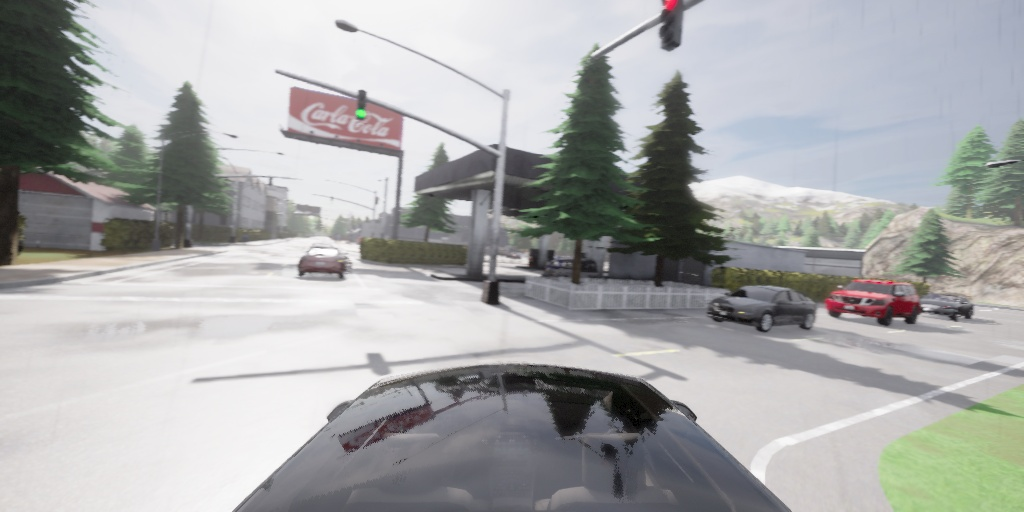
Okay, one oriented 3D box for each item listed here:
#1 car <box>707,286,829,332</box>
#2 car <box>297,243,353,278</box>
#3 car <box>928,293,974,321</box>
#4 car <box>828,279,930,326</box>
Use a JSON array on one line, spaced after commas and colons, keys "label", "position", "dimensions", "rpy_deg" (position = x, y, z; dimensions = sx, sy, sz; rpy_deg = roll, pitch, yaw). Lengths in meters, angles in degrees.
[{"label": "car", "position": [9.553, 1.906, 13.628], "dimensions": [4.892, 1.490, 1.837], "rpy_deg": [4, 1, -27]}, {"label": "car", "position": [-9.124, 0.205, 17.704], "dimensions": [1.994, 1.385, 4.181], "rpy_deg": [4, 1, -20]}, {"label": "car", "position": [27.632, 3.177, 22.971], "dimensions": [4.902, 1.511, 2.128], "rpy_deg": [4, 1, -27]}, {"label": "car", "position": [18.413, 2.251, 18.198], "dimensions": [5.566, 2.045, 2.150], "rpy_deg": [4, 1, -28]}]
